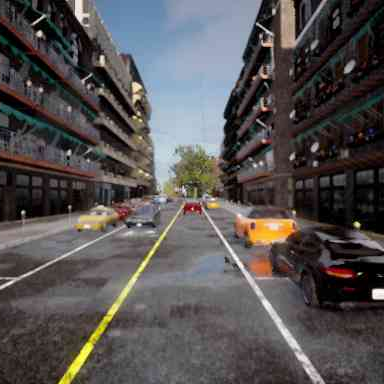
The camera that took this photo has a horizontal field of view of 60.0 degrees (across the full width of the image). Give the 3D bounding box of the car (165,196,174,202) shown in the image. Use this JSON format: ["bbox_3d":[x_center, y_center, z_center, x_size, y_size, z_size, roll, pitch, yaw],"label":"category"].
[{"bbox_3d":[-5.680,1.673,82.874,1.947,1.339,4.313,1,0,0],"label":"car"}]

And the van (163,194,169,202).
[{"bbox_3d":[-5.677,1.421,65.889,1.690,1.788,3.998,1,0,0],"label":"van"}]

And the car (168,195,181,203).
[{"bbox_3d":[-3.001,1.254,63.508,1.812,1.442,4.674,0,0,0],"label":"car"}]

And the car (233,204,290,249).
[{"bbox_3d":[3.112,1.368,14.798,2.097,1.767,4.553,0,0,0],"label":"car"}]

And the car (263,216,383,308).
[{"bbox_3d":[3.148,1.533,7.826,1.812,1.442,4.674,0,0,0],"label":"car"}]

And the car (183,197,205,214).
[{"bbox_3d":[0.080,1.516,35.236,1.882,1.535,5.008,0,0,0],"label":"car"}]

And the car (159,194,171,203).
[{"bbox_3d":[-5.676,1.403,71.550,2.192,1.841,5.009,1,0,0],"label":"car"}]

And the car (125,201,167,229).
[{"bbox_3d":[-3.102,1.571,22.281,2.033,1.411,5.357,0,0,0],"label":"car"}]

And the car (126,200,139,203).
[{"bbox_3d":[-5.679,1.573,26.256,1.887,1.381,4.507,1,0,0],"label":"car"}]

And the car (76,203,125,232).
[{"bbox_3d":[-5.680,1.547,20.426,1.752,1.417,4.829,1,0,0],"label":"car"}]

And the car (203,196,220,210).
[{"bbox_3d":[2.702,1.574,43.374,1.752,1.417,4.829,1,0,0],"label":"car"}]

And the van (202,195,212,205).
[{"bbox_3d":[2.690,1.412,60.189,1.690,1.788,3.998,1,0,0],"label":"van"}]

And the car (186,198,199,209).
[{"bbox_3d":[0.035,1.581,48.597,1.812,1.442,4.674,0,0,1],"label":"car"}]

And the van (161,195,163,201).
[{"bbox_3d":[-5.676,1.397,48.904,1.690,1.788,3.998,1,0,0],"label":"van"}]

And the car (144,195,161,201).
[{"bbox_3d":[-5.676,1.364,43.243,2.192,1.841,5.009,1,0,0],"label":"car"}]

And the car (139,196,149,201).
[{"bbox_3d":[-5.678,1.475,31.919,1.967,1.590,4.097,1,0,0],"label":"car"}]
